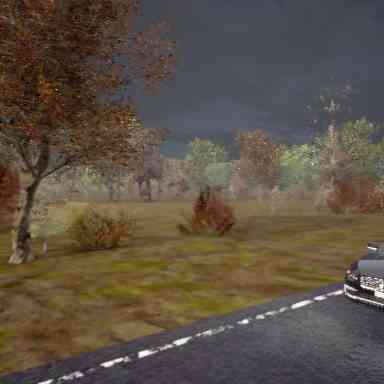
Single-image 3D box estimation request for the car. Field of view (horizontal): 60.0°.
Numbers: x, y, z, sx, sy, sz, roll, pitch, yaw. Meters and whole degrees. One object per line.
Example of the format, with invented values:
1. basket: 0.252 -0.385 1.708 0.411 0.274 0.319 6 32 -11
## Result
1. car: 5.200 1.504 7.090 4.892 1.490 1.837 0 0 -35
